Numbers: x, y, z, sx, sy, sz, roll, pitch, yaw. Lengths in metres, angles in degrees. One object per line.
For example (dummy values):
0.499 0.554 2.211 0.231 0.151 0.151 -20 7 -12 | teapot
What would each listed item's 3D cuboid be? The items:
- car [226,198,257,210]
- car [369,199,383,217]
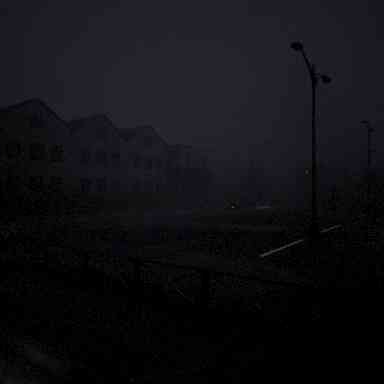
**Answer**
5.990 1.409 39.756 1.895 1.301 4.718 0 0 37 | car
15.518 1.298 26.752 2.007 1.523 4.514 0 0 35 | car
